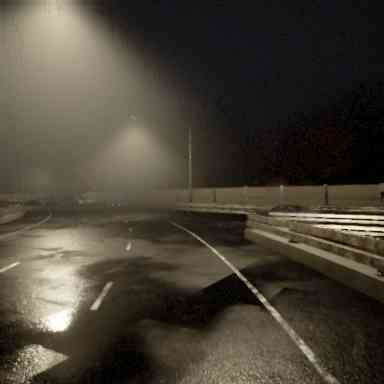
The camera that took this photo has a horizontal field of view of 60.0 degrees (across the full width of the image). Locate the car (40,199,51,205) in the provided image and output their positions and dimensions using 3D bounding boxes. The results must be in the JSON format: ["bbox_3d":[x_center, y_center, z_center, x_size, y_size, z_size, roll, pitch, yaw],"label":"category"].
[{"bbox_3d":[-38.164,2.604,86.750,1.812,1.442,4.674,0,-1,-35],"label":"car"}]

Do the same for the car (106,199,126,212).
[{"bbox_3d":[-10.819,1.819,47.367,2.097,1.767,4.553,4,-1,-26],"label":"car"}]

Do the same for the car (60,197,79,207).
[{"bbox_3d":[-26.159,2.345,72.016,1.882,1.535,5.008,0,-1,-39],"label":"car"}]

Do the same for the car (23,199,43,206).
[{"bbox_3d":[-34.037,2.295,70.462,2.033,1.411,5.357,0,-1,-44],"label":"car"}]

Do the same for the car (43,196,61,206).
[{"bbox_3d":[-31.452,1.988,72.823,2.150,2.045,5.566,0,-1,-44],"label":"car"}]

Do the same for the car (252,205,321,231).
[{"bbox_3d":[6.103,1.639,22.351,1.837,1.490,4.892,-2,0,-43],"label":"car"}]
